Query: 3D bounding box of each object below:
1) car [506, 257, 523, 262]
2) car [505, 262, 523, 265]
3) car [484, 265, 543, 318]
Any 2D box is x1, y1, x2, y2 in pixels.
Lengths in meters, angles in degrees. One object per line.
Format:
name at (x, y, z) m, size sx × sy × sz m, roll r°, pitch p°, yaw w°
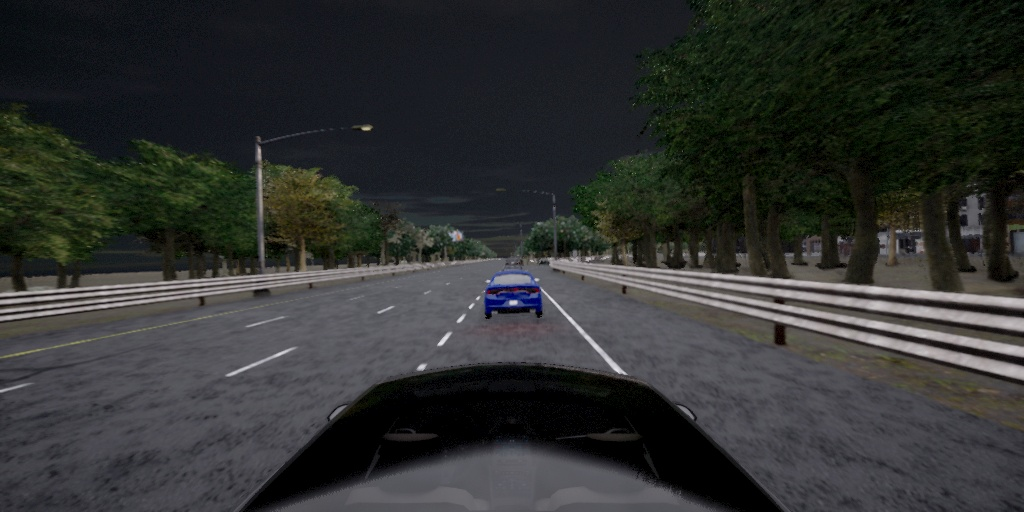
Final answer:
car at (0.315, 1.128, 50.689) m, size 2.150 × 2.045 × 5.566 m, roll -2°, pitch 0°, yaw 5°
car at (0.026, 1.443, 29.704) m, size 1.895 × 1.301 × 4.718 m, roll -2°, pitch 0°, yaw 0°
car at (0.039, 1.282, 13.357) m, size 1.882 × 1.535 × 5.008 m, roll -2°, pitch 0°, yaw 0°
